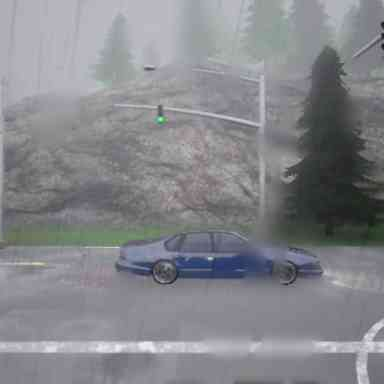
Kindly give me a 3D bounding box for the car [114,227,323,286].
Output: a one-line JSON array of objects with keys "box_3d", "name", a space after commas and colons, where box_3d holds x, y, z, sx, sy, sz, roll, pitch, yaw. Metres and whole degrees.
[{"box_3d": [0.656, 1.685, 9.175, 5.357, 1.411, 2.033, 0, -1, 1], "name": "car"}]
